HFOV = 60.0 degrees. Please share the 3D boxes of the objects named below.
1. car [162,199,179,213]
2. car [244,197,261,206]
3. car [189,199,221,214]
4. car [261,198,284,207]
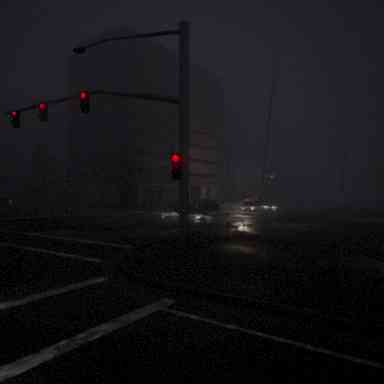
[{"bbox_3d":[-1.424,1.526,37.722,1.812,1.442,4.674,0,0,34],"label":"car"},{"bbox_3d":[10.162,1.489,54.417,1.882,1.535,5.008,0,0,35],"label":"car"},{"bbox_3d":[1.201,1.478,35.385,1.882,1.535,5.008,0,0,35],"label":"car"},{"bbox_3d":[12.988,1.570,52.352,1.994,1.385,4.181,0,0,35],"label":"car"}]
